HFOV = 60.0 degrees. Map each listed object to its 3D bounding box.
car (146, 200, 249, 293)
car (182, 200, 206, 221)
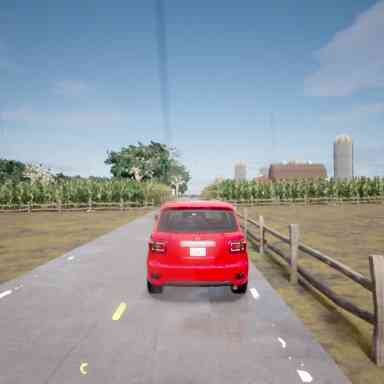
[{"bbox_3d":[0.117,1.220,8.959,2.150,2.045,5.566,0,0,0],"label":"car"},{"bbox_3d":[0.161,1.483,28.126,1.837,1.490,4.892,0,0,0],"label":"car"}]
